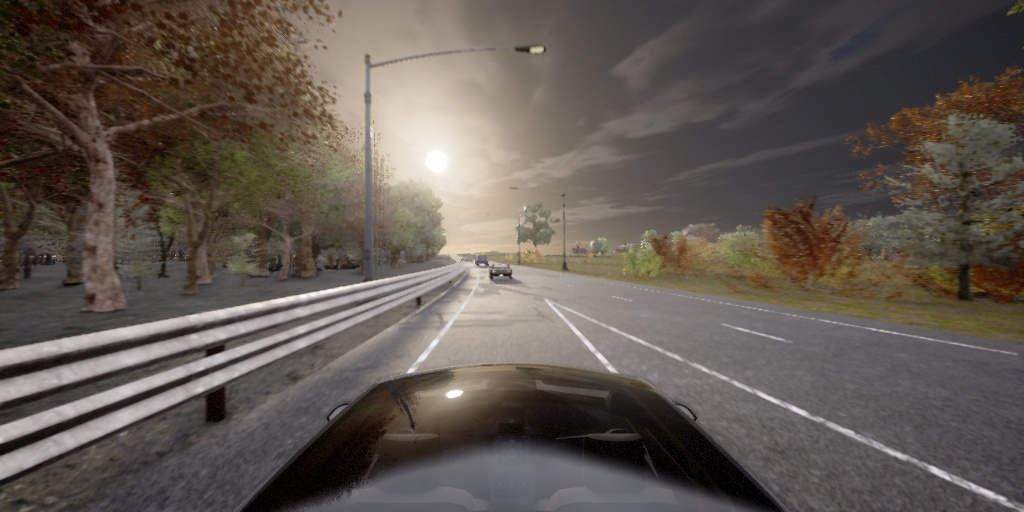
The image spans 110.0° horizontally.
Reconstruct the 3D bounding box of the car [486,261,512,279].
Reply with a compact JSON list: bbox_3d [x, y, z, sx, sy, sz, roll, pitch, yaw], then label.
[{"bbox_3d":[-1.079,1.303,31.792,1.895,1.301,4.718,0,0,-5],"label":"car"}]
